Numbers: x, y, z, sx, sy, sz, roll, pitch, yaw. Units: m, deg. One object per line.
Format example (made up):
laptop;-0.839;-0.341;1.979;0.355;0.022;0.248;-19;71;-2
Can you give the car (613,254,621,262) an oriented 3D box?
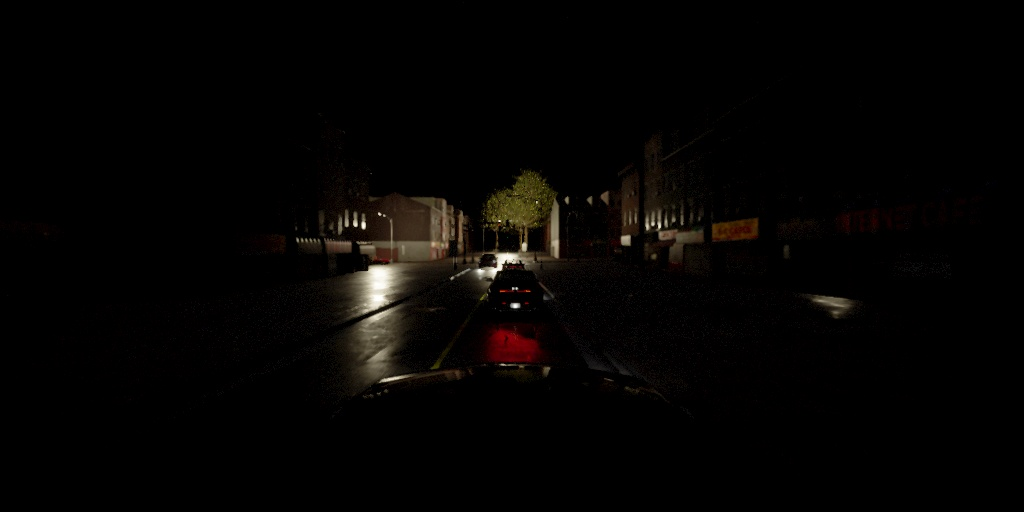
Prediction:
car;17.229;0.243;53.391;4.313;1.339;1.948;0;0;0

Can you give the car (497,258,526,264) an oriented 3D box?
car;0.103;0.992;29.717;2.128;1.511;4.902;0;1;0

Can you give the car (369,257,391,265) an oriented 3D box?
car;-20.353;0.783;53.270;4.507;1.381;1.888;0;0;0

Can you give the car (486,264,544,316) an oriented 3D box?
car;0.103;1.220;13.197;1.837;1.490;4.892;0;0;0

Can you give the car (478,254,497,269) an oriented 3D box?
car;-2.772;0.563;42.208;2.097;1.767;4.553;0;2;1
